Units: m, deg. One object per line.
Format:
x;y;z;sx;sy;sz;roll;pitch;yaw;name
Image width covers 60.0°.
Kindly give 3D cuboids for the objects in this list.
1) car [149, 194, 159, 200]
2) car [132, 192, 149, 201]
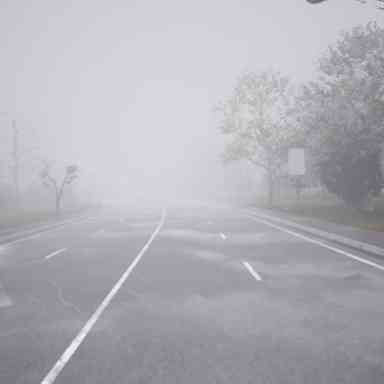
-10.207;1.358;87.442;1.882;1.535;5.008;-2;0;-25;car
-13.469;1.521;86.182;1.812;1.442;4.674;-2;0;-25;car
